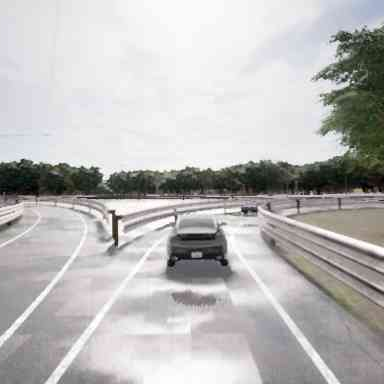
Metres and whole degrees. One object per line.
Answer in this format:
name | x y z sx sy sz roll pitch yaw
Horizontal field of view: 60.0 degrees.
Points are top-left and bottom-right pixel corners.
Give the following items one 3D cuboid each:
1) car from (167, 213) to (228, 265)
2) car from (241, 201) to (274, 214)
car | 0.206 1.504 11.710 1.837 1.490 4.892 -1 0 2
car | 6.589 1.526 32.962 1.895 1.301 4.718 -1 0 33
